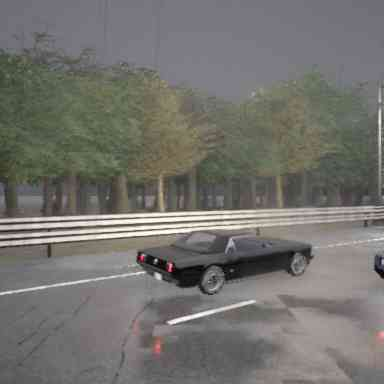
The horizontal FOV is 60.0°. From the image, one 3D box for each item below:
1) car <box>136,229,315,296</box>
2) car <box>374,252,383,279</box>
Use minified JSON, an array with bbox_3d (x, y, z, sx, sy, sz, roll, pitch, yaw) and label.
[{"bbox_3d":[1.074,1.622,8.712,4.718,1.301,1.895,0,0,-35],"label":"car"},{"bbox_3d":[6.619,1.654,8.257,4.718,1.301,1.895,0,0,-34],"label":"car"}]
